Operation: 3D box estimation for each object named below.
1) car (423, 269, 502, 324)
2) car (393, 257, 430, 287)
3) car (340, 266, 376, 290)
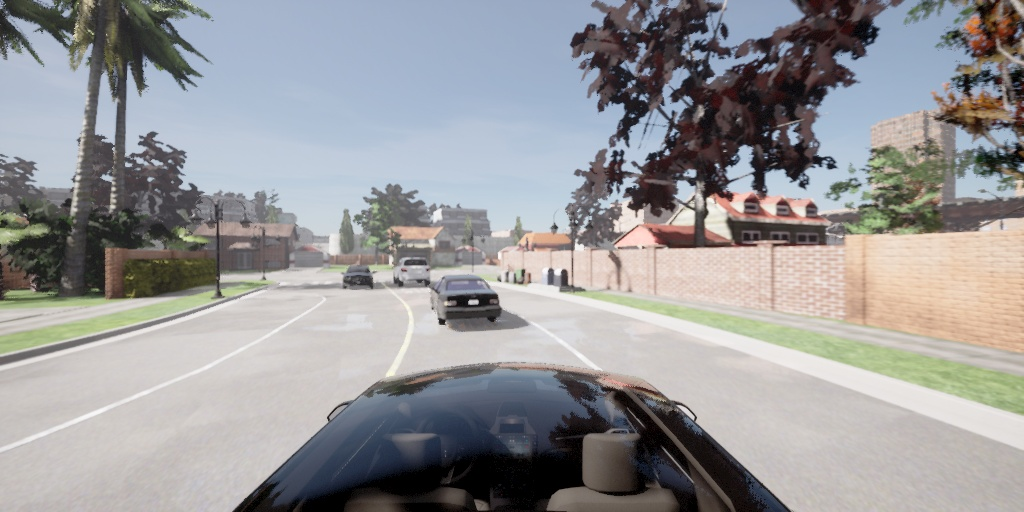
[{"bbox_3d":[-1.777,1.348,12.341,2.033,1.411,5.357,0,0,-16],"label":"car"},{"bbox_3d":[-7.475,1.123,26.636,2.150,2.045,5.566,0,0,-23],"label":"car"},{"bbox_3d":[-10.510,1.418,24.554,1.837,1.490,4.892,0,-1,-23],"label":"car"}]
